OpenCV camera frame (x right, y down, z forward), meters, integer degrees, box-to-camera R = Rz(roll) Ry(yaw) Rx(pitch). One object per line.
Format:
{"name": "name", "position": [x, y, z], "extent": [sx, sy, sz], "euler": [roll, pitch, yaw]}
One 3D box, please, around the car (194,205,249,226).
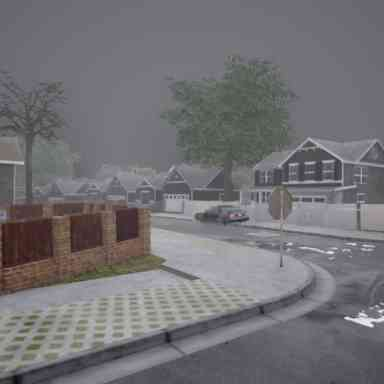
{"name": "car", "position": [2.185, 1.754, 26.082], "extent": [2.033, 1.411, 5.357], "euler": [-5, 2, -29]}
